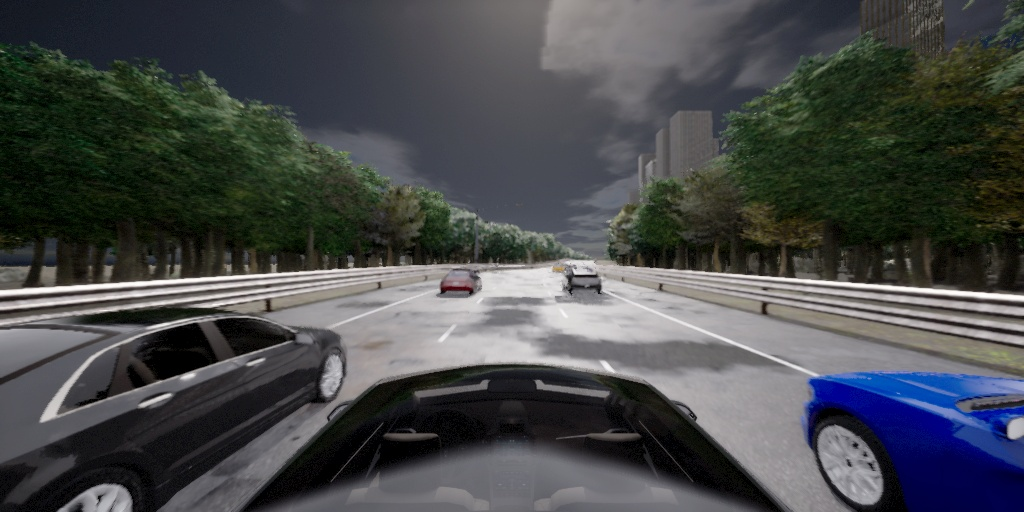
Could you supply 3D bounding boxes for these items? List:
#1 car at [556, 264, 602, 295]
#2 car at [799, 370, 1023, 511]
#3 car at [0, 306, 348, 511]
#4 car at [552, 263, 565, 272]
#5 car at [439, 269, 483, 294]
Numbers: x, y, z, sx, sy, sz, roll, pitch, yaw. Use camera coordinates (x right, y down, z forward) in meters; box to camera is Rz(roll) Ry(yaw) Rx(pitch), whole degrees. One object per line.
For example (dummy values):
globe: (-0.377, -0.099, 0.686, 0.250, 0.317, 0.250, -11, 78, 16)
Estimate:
car: (4.065, 1.411, 21.348, 2.128, 1.511, 4.902, 0, -1, 3)
car: (3.624, 1.243, 1.274, 1.882, 1.535, 5.008, 0, 0, 0)
car: (-3.373, 1.248, 3.462, 1.837, 1.490, 4.892, 0, 0, 0)
car: (7.901, 2.026, 61.965, 1.801, 1.575, 5.366, 0, -1, 8)
car: (-2.941, 1.449, 21.344, 1.994, 1.385, 4.181, 0, -1, 2)
